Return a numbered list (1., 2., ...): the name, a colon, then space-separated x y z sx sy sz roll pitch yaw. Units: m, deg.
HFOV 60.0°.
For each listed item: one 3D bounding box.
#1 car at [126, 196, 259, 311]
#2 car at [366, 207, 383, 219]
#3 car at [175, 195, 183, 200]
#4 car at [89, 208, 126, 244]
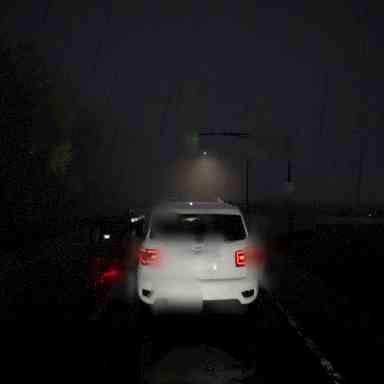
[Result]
1. car: 0.102 1.224 7.910 2.150 2.045 5.566 0 0 0
2. car: 19.296 1.816 31.081 5.357 1.411 2.033 1 -1 0
3. car: -3.491 1.553 91.613 1.994 1.385 4.181 0 0 0
4. car: -3.398 1.510 15.712 1.837 1.490 4.892 0 0 0
